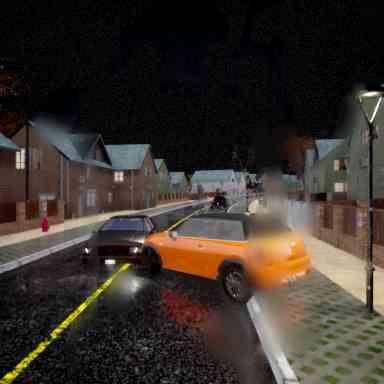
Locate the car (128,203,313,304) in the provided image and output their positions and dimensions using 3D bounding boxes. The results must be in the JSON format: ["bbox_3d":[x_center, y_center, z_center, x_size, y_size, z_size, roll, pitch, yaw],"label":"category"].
[{"bbox_3d":[0.566,1.308,8.499,2.097,1.767,4.553,-2,0,-41],"label":"car"}]

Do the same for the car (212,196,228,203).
[{"bbox_3d":[3.701,1.280,44.131,1.812,1.442,4.674,0,1,11],"label":"car"}]

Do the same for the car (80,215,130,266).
[{"bbox_3d":[-2.249,1.531,11.819,2.033,1.411,5.357,0,0,0],"label":"car"}]
